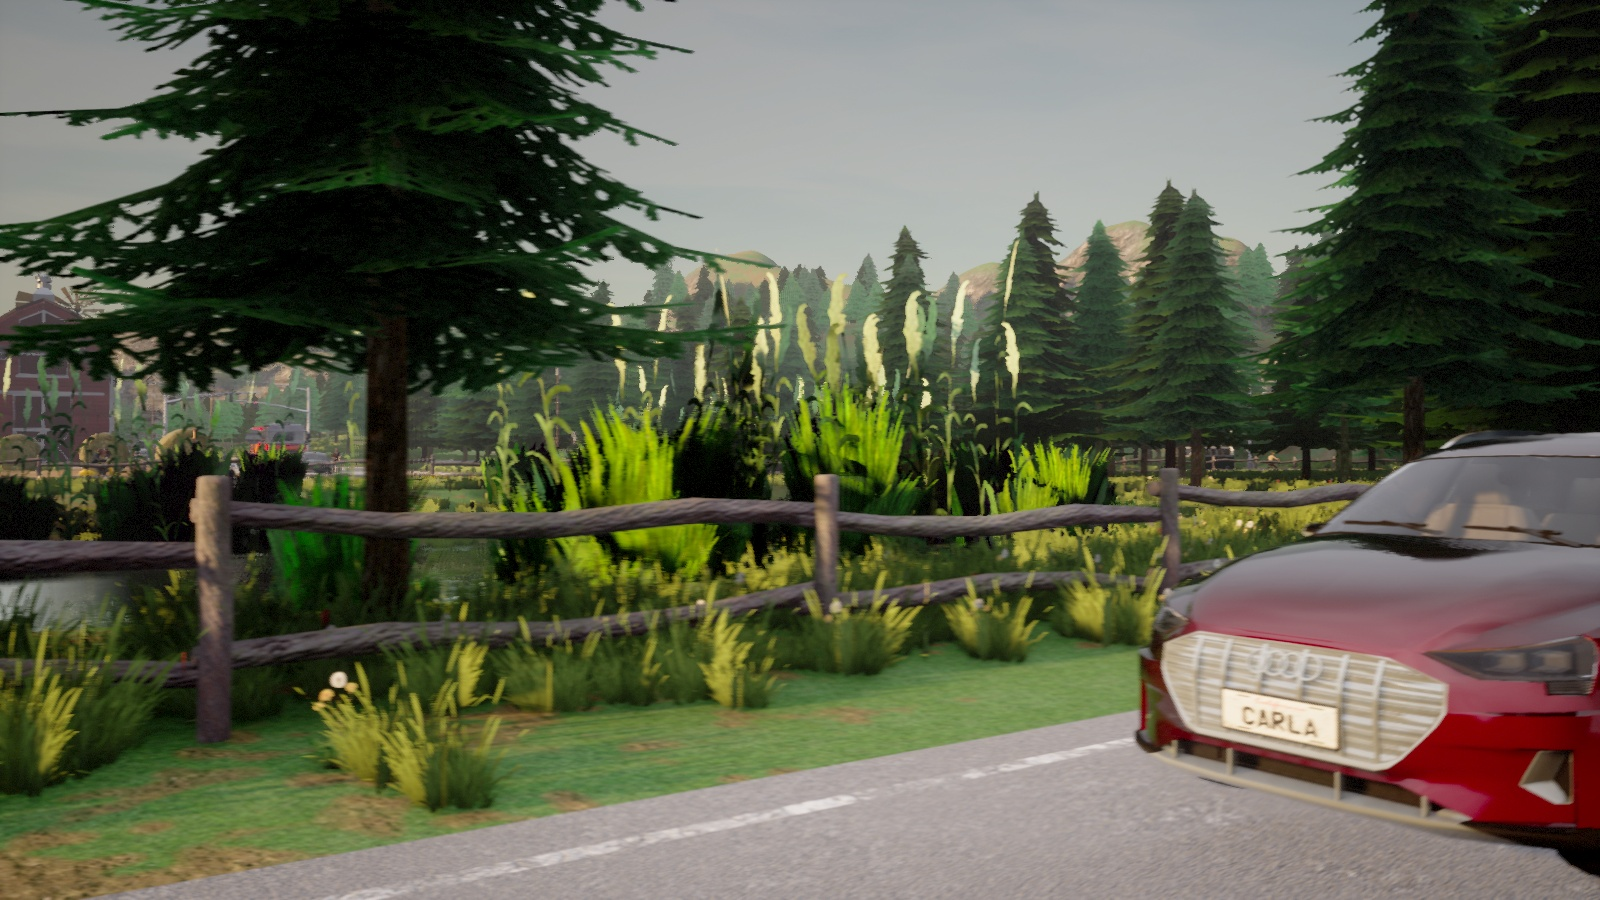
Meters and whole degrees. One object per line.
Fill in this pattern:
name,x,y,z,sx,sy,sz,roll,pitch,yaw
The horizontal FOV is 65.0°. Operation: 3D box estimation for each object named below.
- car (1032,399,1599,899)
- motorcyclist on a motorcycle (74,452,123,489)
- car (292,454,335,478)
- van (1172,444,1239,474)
car,3.525,0.682,5.858,4.856,1.649,2.033,0,0,-36
motorcyclist on a motorcycle,-30.133,0.866,53.941,1.817,1.590,0.866,0,0,-28
car,-31.564,1.025,81.437,1.837,1.490,4.892,0,0,-30
van,27.487,0.627,85.186,4.442,1.987,1.775,0,0,-29
